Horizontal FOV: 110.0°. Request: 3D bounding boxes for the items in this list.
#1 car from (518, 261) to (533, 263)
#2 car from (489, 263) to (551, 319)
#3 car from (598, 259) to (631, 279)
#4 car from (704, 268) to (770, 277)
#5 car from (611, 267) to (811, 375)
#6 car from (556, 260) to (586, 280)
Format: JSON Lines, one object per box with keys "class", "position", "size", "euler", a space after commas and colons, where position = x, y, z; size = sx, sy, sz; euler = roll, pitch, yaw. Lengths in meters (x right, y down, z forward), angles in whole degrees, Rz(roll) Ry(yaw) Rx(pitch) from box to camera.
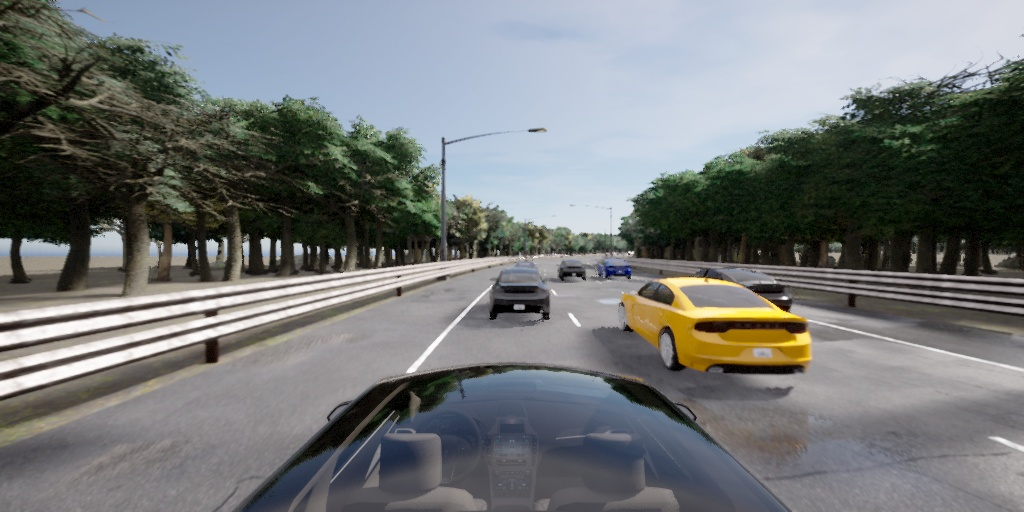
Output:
{"class": "car", "position": [1.050, 1.076, 28.044], "size": [1.994, 1.385, 4.181], "euler": [0, 1, 4]}
{"class": "car", "position": [0.287, 1.158, 12.385], "size": [1.837, 1.490, 4.892], "euler": [0, 0, 2]}
{"class": "car", "position": [8.117, 0.990, 28.762], "size": [1.882, 1.535, 5.008], "euler": [0, 1, 4]}
{"class": "car", "position": [7.294, 1.165, 12.455], "size": [1.837, 1.490, 4.892], "euler": [0, 1, 2]}
{"class": "car", "position": [3.665, 1.179, 7.528], "size": [1.882, 1.535, 5.008], "euler": [0, 1, 3]}
{"class": "car", "position": [4.522, 1.024, 27.570], "size": [1.837, 1.490, 4.892], "euler": [0, 0, 4]}
